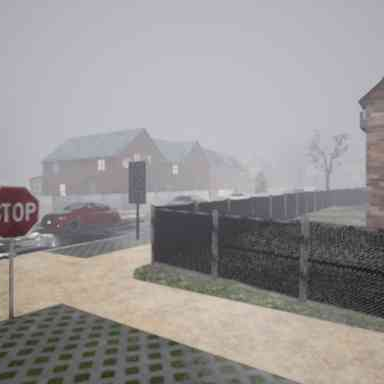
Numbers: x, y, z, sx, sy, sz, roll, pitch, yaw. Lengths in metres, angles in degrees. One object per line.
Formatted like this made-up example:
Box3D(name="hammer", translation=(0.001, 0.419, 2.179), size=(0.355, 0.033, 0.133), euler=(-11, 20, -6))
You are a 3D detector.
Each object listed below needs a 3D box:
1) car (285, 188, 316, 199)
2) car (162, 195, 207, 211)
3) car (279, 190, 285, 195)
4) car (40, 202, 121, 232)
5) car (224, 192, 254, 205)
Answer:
Box3D(name="car", translation=(13.864, 0.292, 42.219), size=(2.097, 1.767, 4.553), euler=(0, 1, 34))
Box3D(name="car", translation=(-0.473, 0.963, 25.808), size=(1.812, 1.442, 4.674), euler=(0, 1, 34))
Box3D(name="car", translation=(13.771, 0.426, 47.160), size=(2.033, 1.411, 5.357), euler=(0, 1, 33))
Box3D(name="car", translation=(-5.811, 1.234, 17.736), size=(1.994, 1.385, 4.181), euler=(0, 1, 34))
Box3D(name="car", translation=(4.842, 0.736, 33.833), size=(1.812, 1.442, 4.674), euler=(0, 2, 33))
